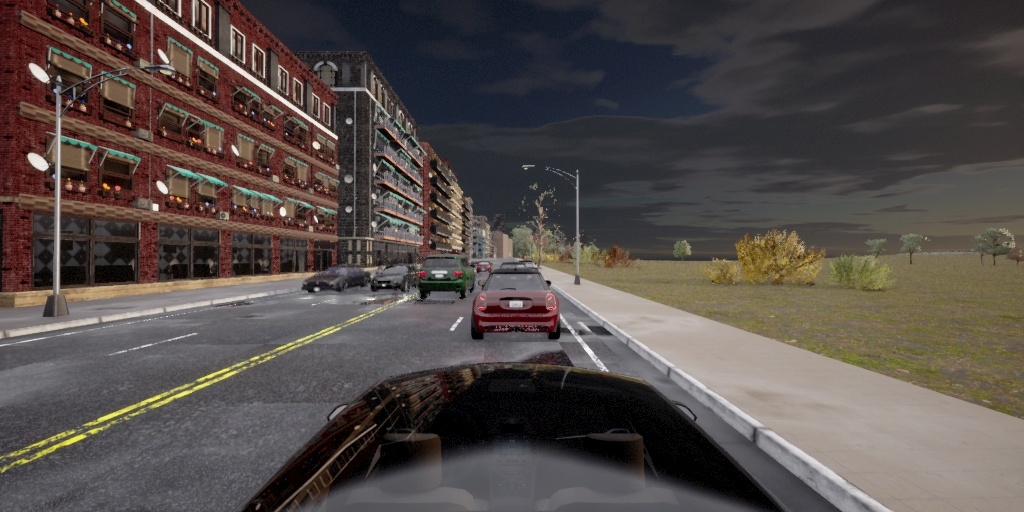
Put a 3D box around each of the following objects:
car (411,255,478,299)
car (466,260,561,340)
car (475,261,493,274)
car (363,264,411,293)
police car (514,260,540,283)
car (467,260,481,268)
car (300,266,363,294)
[{"bbox_3d":[-3.168,0.973,18.274,2.150,2.045,5.566,0,0,0],"label":"car"},{"bbox_3d":[0.083,1.103,10.179,2.097,1.767,4.553,0,0,0],"label":"car"},{"bbox_3d":[-3.194,1.279,41.962,1.812,1.442,4.674,0,0,0],"label":"car"},{"bbox_3d":[-6.621,1.258,20.945,1.837,1.490,4.892,0,0,0],"label":"car"},{"bbox_3d":[1.109,1.179,29.446,1.930,1.638,5.238,0,0,0],"label":"police car"},{"bbox_3d":[-6.622,1.353,63.282,1.895,1.301,4.718,0,0,0],"label":"car"},{"bbox_3d":[-9.869,1.300,20.776,2.033,1.411,5.357,0,0,0],"label":"car"}]
